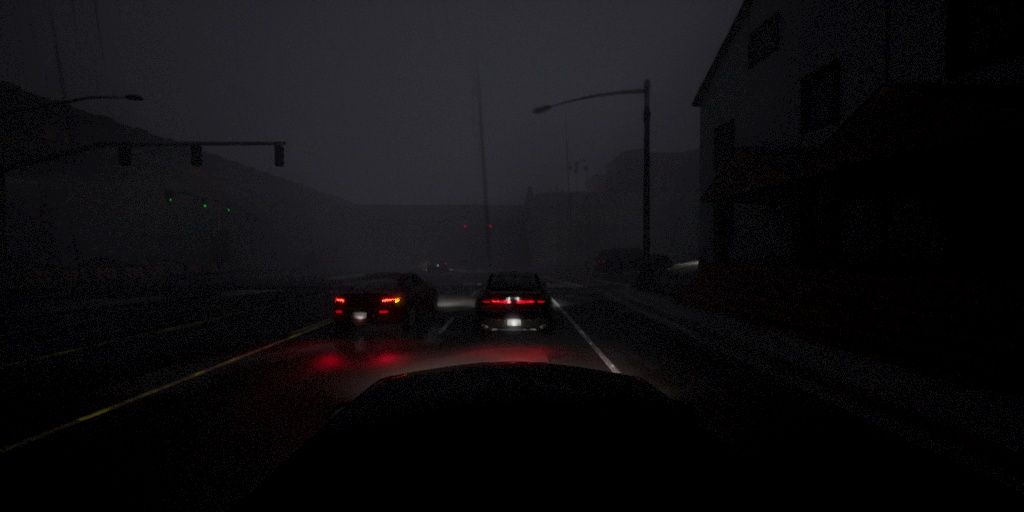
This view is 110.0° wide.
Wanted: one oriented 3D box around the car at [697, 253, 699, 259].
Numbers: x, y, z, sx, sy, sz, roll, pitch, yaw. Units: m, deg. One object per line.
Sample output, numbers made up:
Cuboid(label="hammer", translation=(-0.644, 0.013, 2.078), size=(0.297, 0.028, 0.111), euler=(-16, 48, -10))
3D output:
Cuboid(label="car", translation=(18.034, -0.550, 30.486), size=(4.181, 1.385, 1.994), euler=(-11, 1, 0))

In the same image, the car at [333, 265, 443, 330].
Cuboid(label="car", translation=(-3.453, 1.159, 10.478), size=(1.812, 1.442, 4.674), euler=(0, 1, 0))

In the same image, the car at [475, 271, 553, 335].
Cuboid(label="car", translation=(0.043, 1.143, 10.062), size=(1.837, 1.490, 4.892), euler=(0, 1, 0))

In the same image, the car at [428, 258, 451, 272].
Cuboid(label="car", translation=(-7.272, 0.858, 35.929), size=(1.994, 1.385, 4.181), euler=(0, 1, -7))

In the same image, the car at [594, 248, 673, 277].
Cuboid(label="car", translation=(9.068, 0.368, 27.165), size=(5.566, 2.045, 2.150), euler=(-5, 1, 2))
